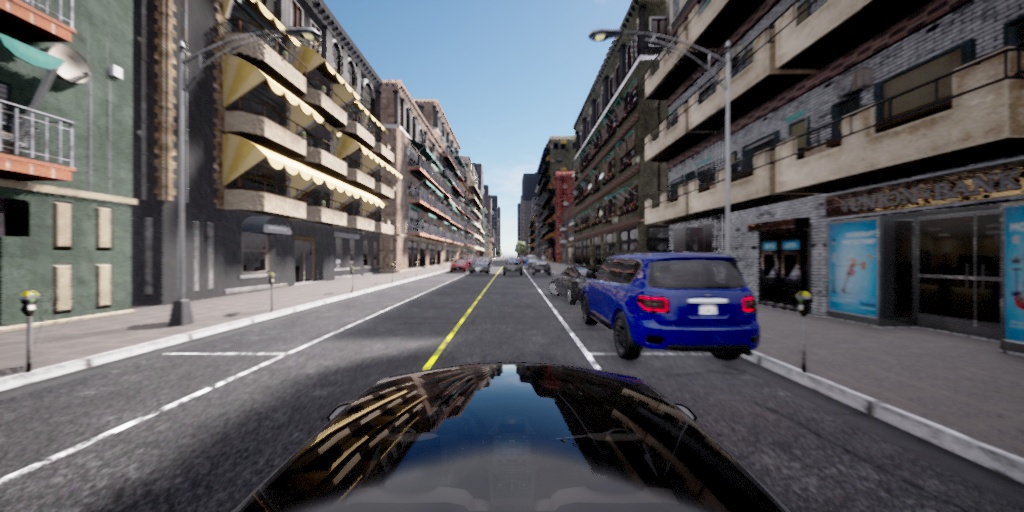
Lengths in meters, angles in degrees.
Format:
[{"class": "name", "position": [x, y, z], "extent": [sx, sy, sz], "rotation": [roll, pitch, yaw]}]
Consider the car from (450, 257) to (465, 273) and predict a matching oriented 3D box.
[{"class": "car", "position": [-5.678, 1.065, 39.616], "extent": [1.888, 1.381, 4.507], "rotation": [0, 0, 0]}]

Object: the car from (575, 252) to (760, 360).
[{"class": "car", "position": [3.108, 0.935, 8.361], "extent": [2.150, 2.045, 5.566], "rotation": [0, 0, 0]}]

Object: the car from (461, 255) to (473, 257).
[{"class": "car", "position": [-5.676, 0.804, 45.281], "extent": [2.192, 1.841, 5.009], "rotation": [0, 0, 0]}]

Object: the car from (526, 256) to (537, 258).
[{"class": "car", "position": [2.704, 1.040, 45.278], "extent": [2.007, 1.370, 4.403], "rotation": [0, 0, 0]}]

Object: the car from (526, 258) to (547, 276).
[{"class": "car", "position": [2.700, 1.102, 33.948], "extent": [2.007, 1.370, 4.403], "rotation": [0, 0, 0]}]

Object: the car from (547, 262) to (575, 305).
[{"class": "car", "position": [3.013, 1.167, 15.618], "extent": [1.837, 1.490, 4.892], "rotation": [0, 1, -6]}]

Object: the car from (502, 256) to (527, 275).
[{"class": "car", "position": [0.088, 1.040, 34.691], "extent": [2.128, 1.511, 4.902], "rotation": [0, 0, 0]}]

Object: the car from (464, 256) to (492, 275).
[{"class": "car", "position": [-3.081, 1.037, 35.173], "extent": [2.128, 1.511, 4.902], "rotation": [0, 0, 0]}]
